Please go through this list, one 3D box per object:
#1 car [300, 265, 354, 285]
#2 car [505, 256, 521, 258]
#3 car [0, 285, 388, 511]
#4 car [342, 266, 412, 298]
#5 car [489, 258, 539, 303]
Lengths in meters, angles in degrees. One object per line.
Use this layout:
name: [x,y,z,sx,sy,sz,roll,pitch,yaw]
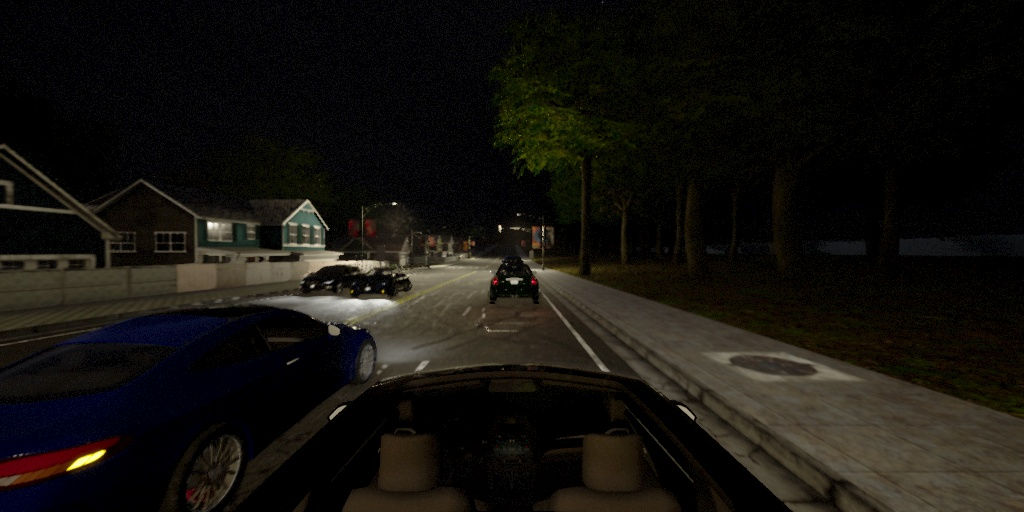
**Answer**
car: [-9.837,1.255,20.107,1.837,1.490,4.892,0,0,0]
car: [0.097,1.038,37.312,2.150,2.045,5.566,0,0,0]
car: [-3.147,1.273,4.016,1.812,1.442,4.674,0,0,0]
car: [-6.591,1.310,18.360,1.994,1.385,4.181,0,0,0]
car: [0.101,1.096,16.735,2.097,1.767,4.553,0,0,0]
